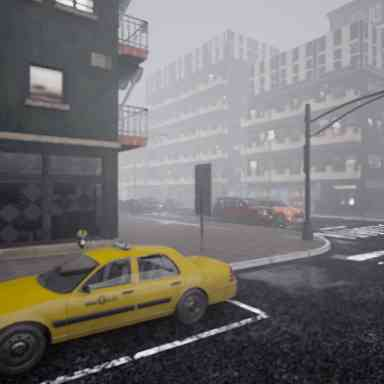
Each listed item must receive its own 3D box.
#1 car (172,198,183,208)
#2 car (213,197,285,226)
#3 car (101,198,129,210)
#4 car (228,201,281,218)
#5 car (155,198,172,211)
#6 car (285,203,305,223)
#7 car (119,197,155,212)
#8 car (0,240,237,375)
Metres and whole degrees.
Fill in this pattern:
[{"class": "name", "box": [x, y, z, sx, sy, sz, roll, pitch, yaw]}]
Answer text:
[{"class": "car", "box": [-2.923, 1.499, 46.616, 1.802, 1.307, 4.206, 0, 0, -36]}, {"class": "car", "box": [3.585, 1.286, 23.349, 2.192, 1.841, 5.009, 0, 0, -36]}, {"class": "car", "box": [-9.710, 1.472, 41.699, 1.947, 1.339, 4.313, 0, 0, -36]}, {"class": "car", "box": [5.609, 1.564, 30.469, 1.895, 1.301, 4.718, 0, 0, -36]}, {"class": "car", "box": [-4.917, 1.413, 39.504, 2.128, 1.511, 4.902, 0, 0, -36]}, {"class": "car", "box": [6.020, 1.330, 24.366, 2.097, 1.767, 4.553, 0, 0, -35]}, {"class": "car", "box": [-6.386, 1.466, 37.111, 1.887, 1.381, 4.507, 0, 0, -36]}, {"class": "car", "box": [-1.412, 1.528, 5.555, 4.829, 1.417, 1.752, 0, 0, -36]}]
